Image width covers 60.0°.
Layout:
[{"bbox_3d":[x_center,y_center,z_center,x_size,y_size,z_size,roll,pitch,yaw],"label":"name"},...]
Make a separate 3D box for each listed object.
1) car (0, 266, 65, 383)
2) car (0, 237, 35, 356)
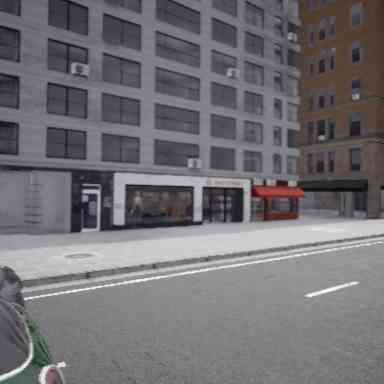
[{"bbox_3d":[-2.988,1.334,1.555,4.553,1.767,2.097,1,0,-35],"label":"car"},{"bbox_3d":[-4.566,1.550,4.421,4.181,1.385,1.994,1,0,-35],"label":"car"}]
